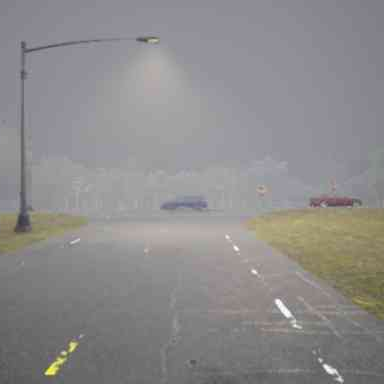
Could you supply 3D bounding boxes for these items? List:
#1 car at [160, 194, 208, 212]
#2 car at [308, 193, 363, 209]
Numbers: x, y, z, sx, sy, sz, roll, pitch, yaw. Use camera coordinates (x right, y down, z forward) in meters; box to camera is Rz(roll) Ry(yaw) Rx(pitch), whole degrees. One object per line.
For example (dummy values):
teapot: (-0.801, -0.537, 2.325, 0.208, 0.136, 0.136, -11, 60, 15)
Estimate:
car: (-0.911, 1.330, 38.886, 5.566, 2.045, 2.150, -2, -1, -1)
car: (13.815, 0.846, 32.147, 5.008, 1.535, 1.882, -1, -3, -1)
